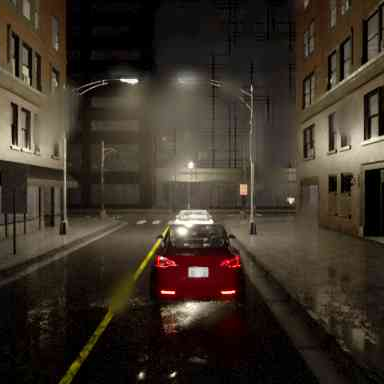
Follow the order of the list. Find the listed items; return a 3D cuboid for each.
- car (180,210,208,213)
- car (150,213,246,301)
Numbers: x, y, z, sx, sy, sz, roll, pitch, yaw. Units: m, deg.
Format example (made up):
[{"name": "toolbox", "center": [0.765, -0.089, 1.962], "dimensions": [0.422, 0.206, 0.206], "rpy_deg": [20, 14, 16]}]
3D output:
[{"name": "car", "center": [0.100, 1.601, 17.417], "dimensions": [1.895, 1.301, 4.718], "rpy_deg": [0, 0, 0]}, {"name": "car", "center": [0.109, 1.504, 8.401], "dimensions": [2.163, 1.488, 4.792], "rpy_deg": [0, 0, 0]}]
